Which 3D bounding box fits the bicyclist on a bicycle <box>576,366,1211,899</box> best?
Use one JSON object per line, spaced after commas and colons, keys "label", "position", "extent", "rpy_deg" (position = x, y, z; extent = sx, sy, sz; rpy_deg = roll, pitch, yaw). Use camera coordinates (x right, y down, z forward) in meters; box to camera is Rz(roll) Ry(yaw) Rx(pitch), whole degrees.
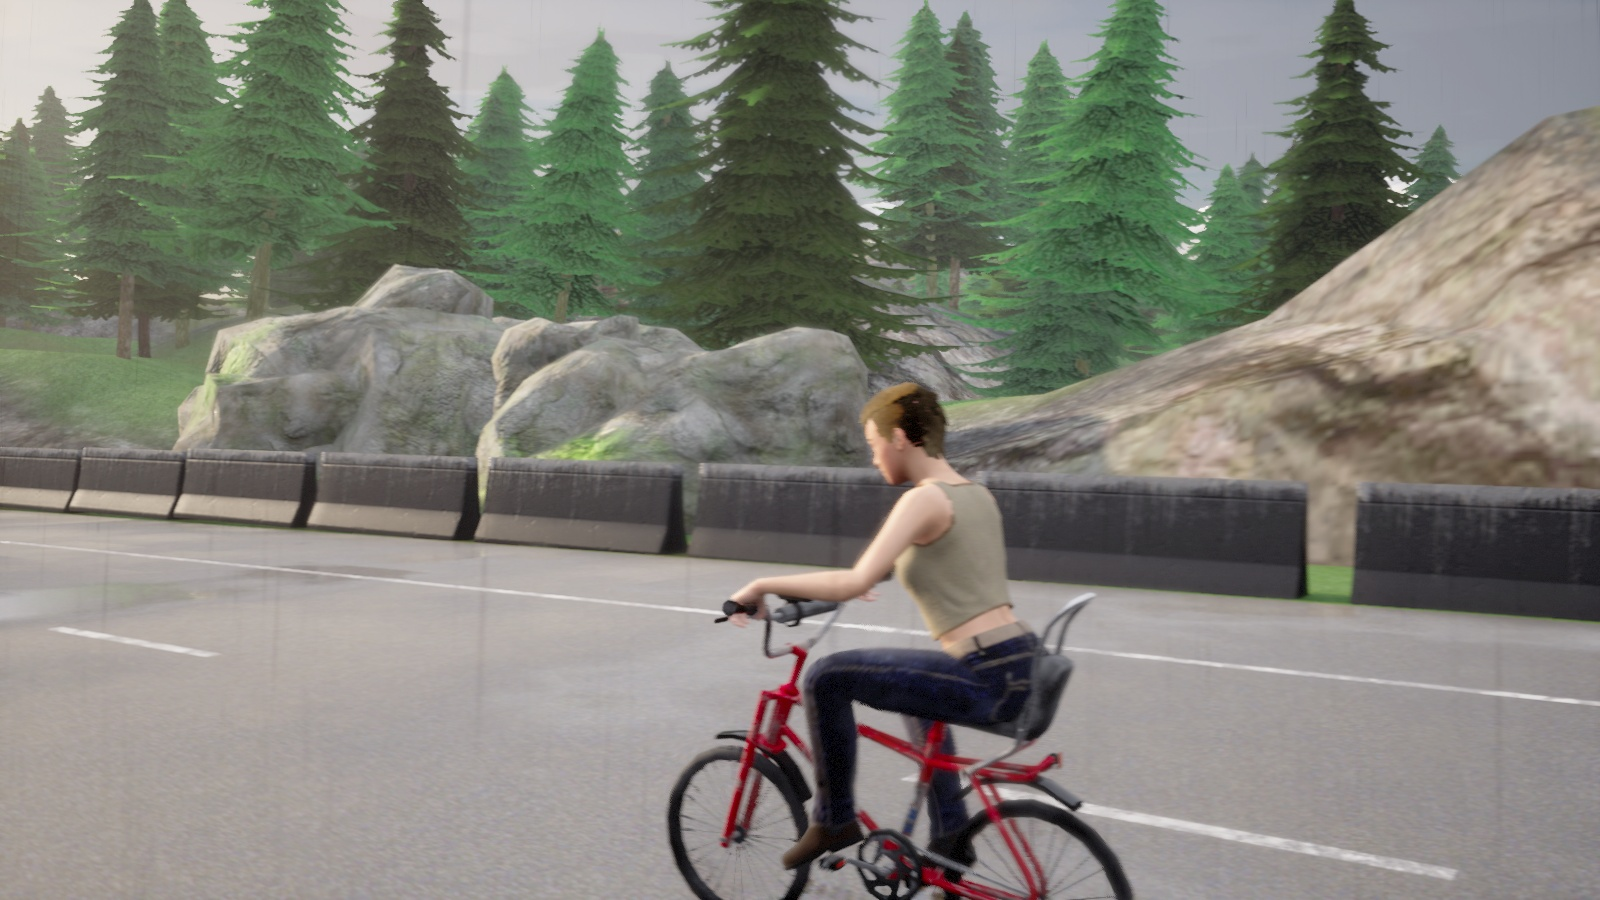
{"label": "bicyclist on a bicycle", "position": [0.247, 0.618, 3.476], "extent": [1.509, 1.612, 0.866], "rpy_deg": [0, 1, 34]}
